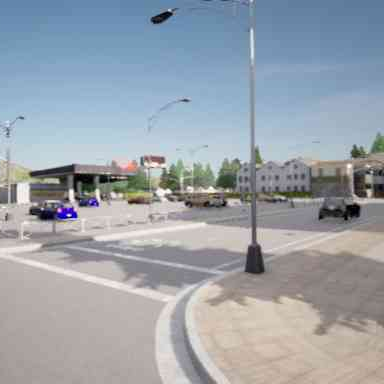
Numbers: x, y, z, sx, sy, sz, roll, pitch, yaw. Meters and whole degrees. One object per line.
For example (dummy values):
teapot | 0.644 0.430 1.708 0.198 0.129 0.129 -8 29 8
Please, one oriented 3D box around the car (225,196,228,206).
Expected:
car | 2.719 1.057 42.931 3.866 1.878 1.905 -1 0 39

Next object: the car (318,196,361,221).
car | 11.375 1.183 25.494 2.097 1.767 4.553 -1 0 40

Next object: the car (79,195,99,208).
car | -15.444 1.568 49.361 3.633 1.501 1.845 -1 0 39

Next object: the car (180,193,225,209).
car | 1.200 1.099 40.420 4.605 1.855 1.932 -1 0 39

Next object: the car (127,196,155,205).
car | -9.089 1.457 57.072 4.514 1.523 2.007 -1 0 39

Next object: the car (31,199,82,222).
car | -10.660 1.541 26.116 3.633 1.501 1.845 -1 0 39

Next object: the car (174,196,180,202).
car | -0.660 1.139 66.268 4.605 1.855 1.932 -1 0 39

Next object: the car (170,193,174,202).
car | -4.673 1.180 73.792 3.866 1.878 1.905 -1 0 39

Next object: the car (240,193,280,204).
car | 10.815 1.021 52.838 5.027 1.636 2.152 -1 0 39

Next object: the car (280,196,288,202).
car | 14.626 1.047 58.012 3.806 1.475 1.970 -1 0 39

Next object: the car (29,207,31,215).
car | -14.520 1.611 33.119 3.806 1.475 1.970 -1 0 39

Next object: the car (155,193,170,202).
car | -7.245 1.501 71.604 3.806 1.475 1.970 -1 0 39
